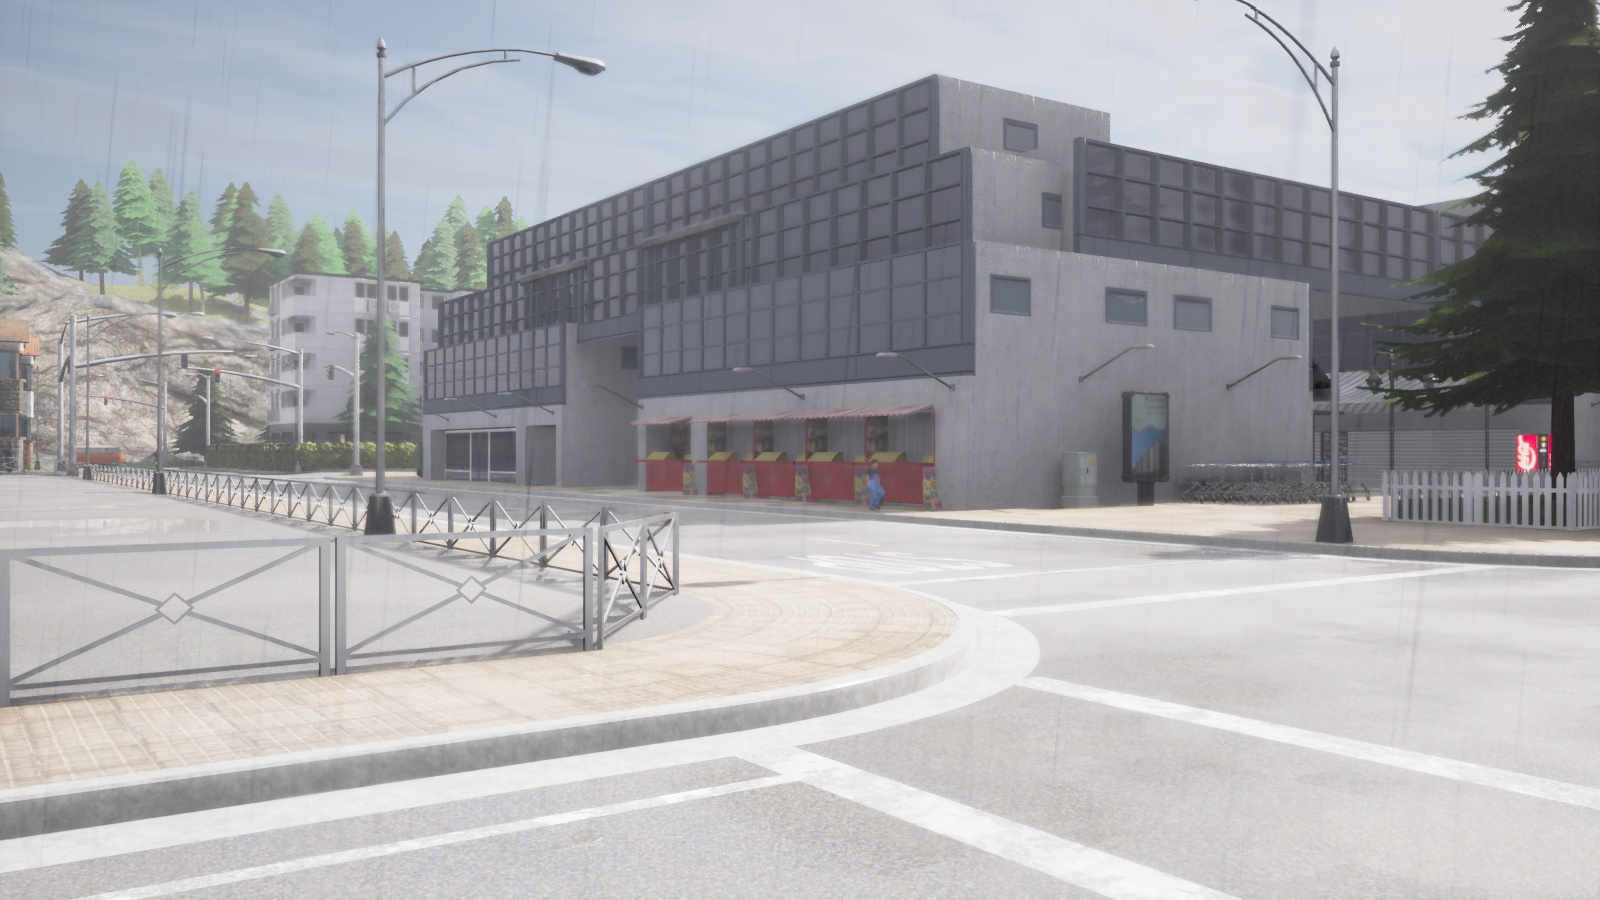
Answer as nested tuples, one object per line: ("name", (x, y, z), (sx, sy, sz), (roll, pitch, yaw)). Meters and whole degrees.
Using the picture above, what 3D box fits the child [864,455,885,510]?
("child", (1.715, 0.738, 28.969), (0.270, 1.263, 0.437), (0, 0, -37))

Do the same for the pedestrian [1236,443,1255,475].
("pedestrian", (25.927, 0.514, 73.067), (0.563, 1.883, 0.849), (0, 0, -36))

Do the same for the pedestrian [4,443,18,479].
("pedestrian", (-42.828, 0.608, 68.158), (0.788, 1.949, 0.423), (0, 0, 39))
